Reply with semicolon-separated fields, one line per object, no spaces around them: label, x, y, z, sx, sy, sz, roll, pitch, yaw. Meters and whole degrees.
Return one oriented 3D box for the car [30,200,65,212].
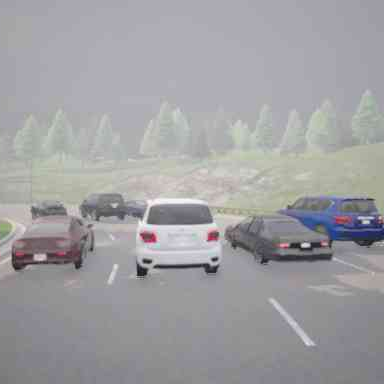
car;-10.947;1.401;25.234;1.837;1.490;4.892;0;0;-36

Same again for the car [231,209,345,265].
car;2.667;1.498;11.592;2.033;1.411;5.357;0;0;-10

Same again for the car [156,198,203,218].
car;-1.217;1.383;29.596;1.837;1.490;4.892;0;0;-34

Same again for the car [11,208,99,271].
car;-4.276;1.480;10.733;1.812;1.442;4.674;0;0;-10

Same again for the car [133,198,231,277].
car;-0.635;1.181;10.370;2.150;2.045;5.566;0;1;-9

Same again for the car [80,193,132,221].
car;-6.974;1.116;25.774;2.150;2.045;5.566;0;0;-33

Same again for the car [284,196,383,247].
car;5.619;1.161;14.489;2.150;2.045;5.566;0;0;-13
